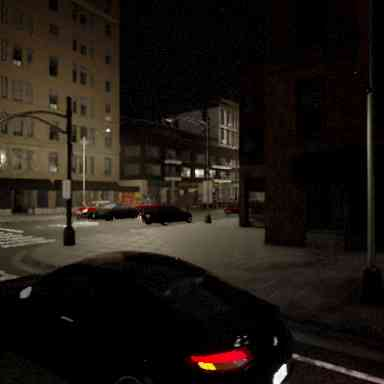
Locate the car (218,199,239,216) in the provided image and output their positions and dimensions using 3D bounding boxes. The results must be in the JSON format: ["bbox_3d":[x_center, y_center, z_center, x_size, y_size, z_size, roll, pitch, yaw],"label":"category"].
[{"bbox_3d":[4.699,1.660,32.942,1.802,1.307,4.206,0,0,36],"label":"car"}]

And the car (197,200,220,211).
[{"bbox_3d":[1.413,1.662,42.105,1.802,1.307,4.206,0,0,36],"label":"car"}]

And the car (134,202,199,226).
[{"bbox_3d":[-1.748,1.646,24.002,1.947,1.339,4.313,0,0,36],"label":"car"}]

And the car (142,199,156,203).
[{"bbox_3d":[-5.033,1.520,33.166,1.967,1.590,4.097,0,0,36],"label":"car"}]

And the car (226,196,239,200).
[{"bbox_3d":[7.430,1.305,46.061,2.150,2.045,5.566,0,0,36],"label":"car"}]

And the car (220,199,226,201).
[{"bbox_3d":[4.636,1.633,46.575,2.008,1.369,4.403,0,0,36],"label":"car"}]

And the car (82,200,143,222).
[{"bbox_3d":[-6.346,1.645,27.010,1.994,1.385,4.181,0,0,36],"label":"car"}]

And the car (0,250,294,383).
[{"bbox_3d":[-1.057,1.541,4.440,4.674,1.442,1.812,0,0,35],"label":"car"}]

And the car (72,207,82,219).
[{"bbox_3d":[-8.257,1.522,28.696,1.967,1.590,4.097,0,0,36],"label":"car"}]
